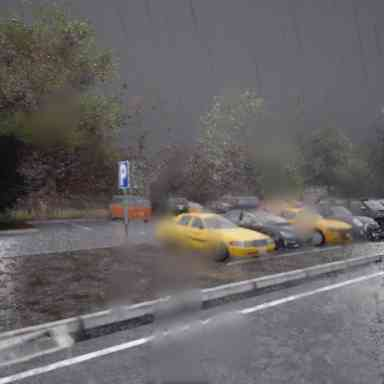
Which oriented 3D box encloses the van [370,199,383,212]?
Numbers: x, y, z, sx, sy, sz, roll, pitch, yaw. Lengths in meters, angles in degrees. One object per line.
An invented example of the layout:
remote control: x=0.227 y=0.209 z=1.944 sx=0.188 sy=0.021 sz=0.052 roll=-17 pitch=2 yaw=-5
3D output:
van: x=29.048 y=2.028 z=49.152 sx=1.878 sy=1.987 sz=4.442 roll=2 pitch=-1 yaw=-35

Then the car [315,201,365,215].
car: x=18.057 y=1.923 z=40.955 sx=1.946 sy=1.575 sz=5.366 roll=1 pitch=-1 yaw=-35

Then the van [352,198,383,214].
van: x=24.666 y=1.849 z=45.745 sx=1.878 sy=1.987 sz=4.442 roll=2 pitch=-1 yaw=-35

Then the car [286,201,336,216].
car: x=13.441 y=1.837 z=37.886 sx=2.231 sy=1.521 sz=4.892 roll=1 pitch=-1 yaw=-35

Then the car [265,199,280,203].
car: x=6.688 y=1.575 z=33.045 sx=2.185 sy=1.767 sz=4.553 roll=1 pitch=-1 yaw=-35

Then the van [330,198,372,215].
van: x=20.276 y=1.746 z=42.618 sx=1.878 sy=1.987 sz=4.442 roll=1 pitch=-1 yaw=-35

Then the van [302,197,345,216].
van: x=15.628 y=1.655 z=39.595 sx=1.878 sy=1.987 sz=4.442 roll=1 pitch=-1 yaw=-35

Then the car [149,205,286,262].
car: x=0.648 y=1.473 z=12.497 sx=1.946 sy=1.575 sz=5.366 roll=1 pitch=0 yaw=-35

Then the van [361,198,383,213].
van: x=26.895 y=1.943 z=47.618 sx=1.878 sy=1.987 sz=4.442 roll=2 pitch=-1 yaw=-35

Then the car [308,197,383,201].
car: x=9.592 y=1.356 z=19.060 sx=2.435 sy=2.045 sz=5.566 roll=1 pitch=-1 yaw=-35

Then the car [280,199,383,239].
car: x=7.298 y=1.439 z=17.499 sx=2.185 sy=1.767 sz=4.553 roll=1 pitch=-1 yaw=-35

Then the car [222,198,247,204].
car: x=2.159 y=1.612 z=29.851 sx=2.231 sy=1.521 sz=4.892 roll=1 pitch=-1 yaw=-35

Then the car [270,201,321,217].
car: x=11.184 y=1.791 z=36.280 sx=2.097 sy=1.535 sz=5.008 roll=1 pitch=-1 yaw=-35

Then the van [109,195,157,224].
van: x=-4.774 y=1.272 z=25.065 sx=1.878 sy=1.987 sz=4.442 roll=1 pitch=0 yaw=-35

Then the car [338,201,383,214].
car: x=22.458 y=2.016 z=44.322 sx=2.097 sy=1.535 sz=5.008 roll=1 pitch=-1 yaw=-35

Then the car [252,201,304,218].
car: x=8.825 y=1.744 z=34.600 sx=2.097 sy=1.535 sz=5.008 roll=1 pitch=-1 yaw=-35

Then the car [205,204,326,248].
car: x=2.792 y=1.498 z=14.259 sx=2.231 sy=1.521 sz=4.892 roll=1 pitch=0 yaw=-35

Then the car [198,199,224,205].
car: x=0.009 y=1.564 z=28.100 sx=1.946 sy=1.575 sz=5.366 roll=1 pitch=-1 yaw=-35

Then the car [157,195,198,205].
car: x=-2.367 y=1.277 z=26.670 sx=2.435 sy=2.045 sz=5.566 roll=1 pitch=0 yaw=-35

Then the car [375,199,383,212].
car: x=31.388 y=2.092 z=50.640 sx=2.435 sy=2.045 sz=5.566 roll=2 pitch=-1 yaw=-35

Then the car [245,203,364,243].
car: x=5.050 y=1.527 z=15.867 sx=2.097 sy=1.535 sz=5.008 roll=1 pitch=-1 yaw=-35

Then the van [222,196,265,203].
van: x=4.347 y=1.430 z=31.561 sx=1.878 sy=1.987 sz=4.442 roll=1 pitch=-1 yaw=-35
